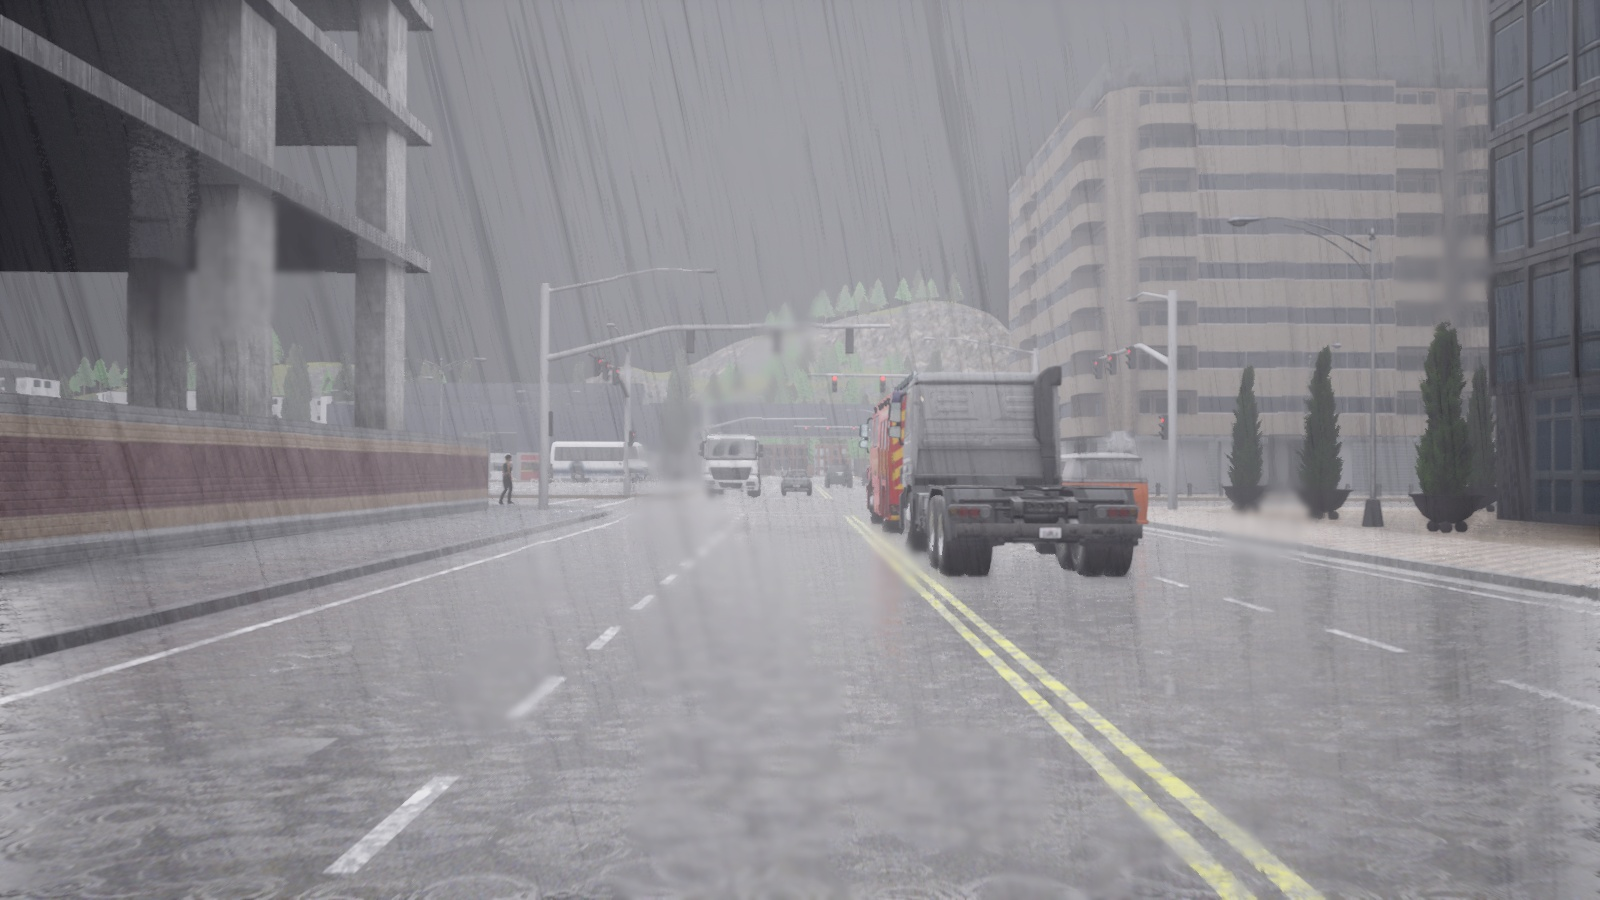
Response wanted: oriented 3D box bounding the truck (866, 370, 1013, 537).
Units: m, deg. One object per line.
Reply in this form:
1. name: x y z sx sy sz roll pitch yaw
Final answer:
1. truck: 3.414 0.134 33.080 2.891 3.827 8.468 0 -1 0

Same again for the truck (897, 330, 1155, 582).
1. truck: 3.419 0.139 21.282 2.891 3.462 7.936 0 -1 0

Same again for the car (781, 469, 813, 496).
1. car: -0.180 1.906 73.444 1.789 1.549 3.705 0 -1 0

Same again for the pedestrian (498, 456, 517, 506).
1. pedestrian: -10.761 1.153 46.261 0.594 1.836 0.345 1 -1 -43

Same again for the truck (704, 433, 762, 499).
1. truck: -3.669 0.917 70.799 2.891 3.462 7.936 0 -1 0

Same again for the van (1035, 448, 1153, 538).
1. van: 6.925 0.991 30.020 1.775 1.987 4.442 0 -1 0
